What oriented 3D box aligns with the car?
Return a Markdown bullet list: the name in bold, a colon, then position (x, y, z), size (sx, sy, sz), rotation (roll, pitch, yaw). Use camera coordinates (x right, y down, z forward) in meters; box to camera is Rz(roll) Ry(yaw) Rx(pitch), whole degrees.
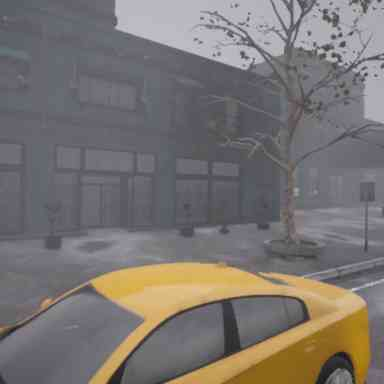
- **car**: position (-0.363, 1.487, 2.997), size (5.008, 1.535, 1.882), rotation (1, 0, -36)
